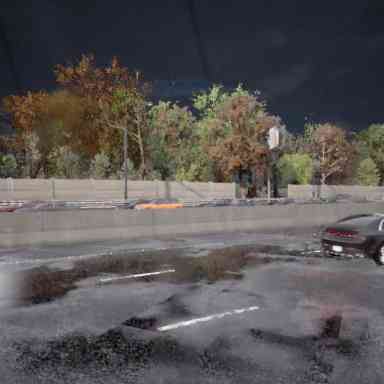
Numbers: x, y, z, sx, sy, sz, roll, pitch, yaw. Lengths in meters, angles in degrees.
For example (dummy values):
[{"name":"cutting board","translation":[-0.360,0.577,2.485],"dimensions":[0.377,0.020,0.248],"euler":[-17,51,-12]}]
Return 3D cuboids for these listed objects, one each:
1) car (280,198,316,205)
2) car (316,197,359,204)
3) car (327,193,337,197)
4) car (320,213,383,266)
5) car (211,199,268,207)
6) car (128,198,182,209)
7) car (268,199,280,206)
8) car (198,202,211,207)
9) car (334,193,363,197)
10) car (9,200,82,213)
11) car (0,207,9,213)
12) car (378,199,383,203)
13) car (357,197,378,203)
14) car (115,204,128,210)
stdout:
[{"name":"car","translation":[13.487,1.493,40.096],"dimensions":[4.902,1.511,2.128],"euler":[0,0,-30]},{"name":"car","translation":[16.794,1.603,37.975],"dimensions":[4.718,1.301,1.895],"euler":[0,0,-30]},{"name":"car","translation":[21.033,1.229,48.557],"dimensions":[5.566,2.045,2.150],"euler":[0,0,-30]},{"name":"car","translation":[6.569,1.504,11.494],"dimensions":[4.892,1.490,1.837],"euler":[0,0,-30]},{"name":"car","translation":[5.080,1.548,35.182],"dimensions":[5.357,1.411,2.033],"euler":[0,0,-31]},{"name":"car","translation":[-3.112,1.352,30.391],"dimensions":[4.553,1.767,2.097],"euler":[0,0,-30]},{"name":"car","translation":[12.106,1.550,43.341],"dimensions":[5.357,1.411,2.033],"euler":[0,0,-30]},{"name":"car","translation":[3.222,1.548,38.156],"dimensions":[5.357,1.411,2.033],"euler":[0,0,-30]},{"name":"car","translation":[22.007,1.358,45.076],"dimensions":[4.553,1.767,2.097],"euler":[0,0,-30]},{"name":"car","translation":[-11.098,1.492,25.722],"dimensions":[4.902,1.511,2.128],"euler":[0,0,-30]},{"name":"car","translation":[-13.590,1.478,28.322],"dimensions":[5.008,1.535,1.882],"euler":[0,0,-30]},{"name":"car","translation":[13.426,1.352,19.557],"dimensions":[4.553,1.767,2.097],"euler":[0,0,-30]},{"name":"car","translation":[20.395,1.529,36.026],"dimensions":[4.674,1.442,1.812],"euler":[0,0,-30]},{"name":"car","translation":[-5.216,1.505,33.212],"dimensions":[4.892,1.490,1.837],"euler":[0,0,-30]}]
